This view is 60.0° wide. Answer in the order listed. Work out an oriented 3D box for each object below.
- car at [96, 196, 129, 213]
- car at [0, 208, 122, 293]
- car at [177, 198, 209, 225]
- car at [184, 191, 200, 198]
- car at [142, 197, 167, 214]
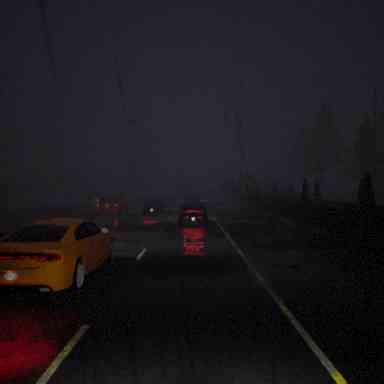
[{"bbox_3d":[-6.932,1.092,29.249,2.097,1.767,4.553,0,2,0],"label":"car"},{"bbox_3d":[-3.410,1.419,8.758,1.882,1.535,5.008,0,0,0],"label":"car"},{"bbox_3d":[0.076,1.354,22.473,1.837,1.490,4.892,0,0,0],"label":"car"},{"bbox_3d":[0.048,0.642,40.773,1.812,1.442,4.674,0,4,0],"label":"car"},{"bbox_3d":[-3.434,1.198,30.749,1.837,1.490,4.892,0,2,0],"label":"car"}]
